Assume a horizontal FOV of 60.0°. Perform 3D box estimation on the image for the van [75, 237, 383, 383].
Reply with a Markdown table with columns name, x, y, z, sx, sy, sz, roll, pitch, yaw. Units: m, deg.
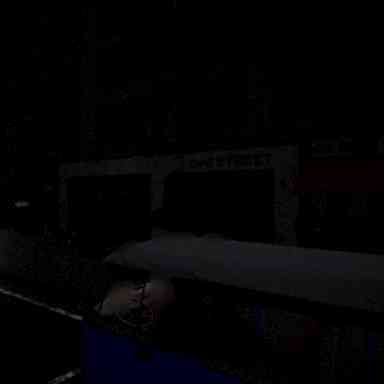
| name | x | y | z | sx | sy | sz | roll | pitch | yaw |
| --- | --- | --- | --- | --- | --- | --- | --- | --- | --- |
| van | 0.829 | 1.341 | 2.485 | 3.998 | 1.788 | 1.690 | 0 | 0 | 36 |
